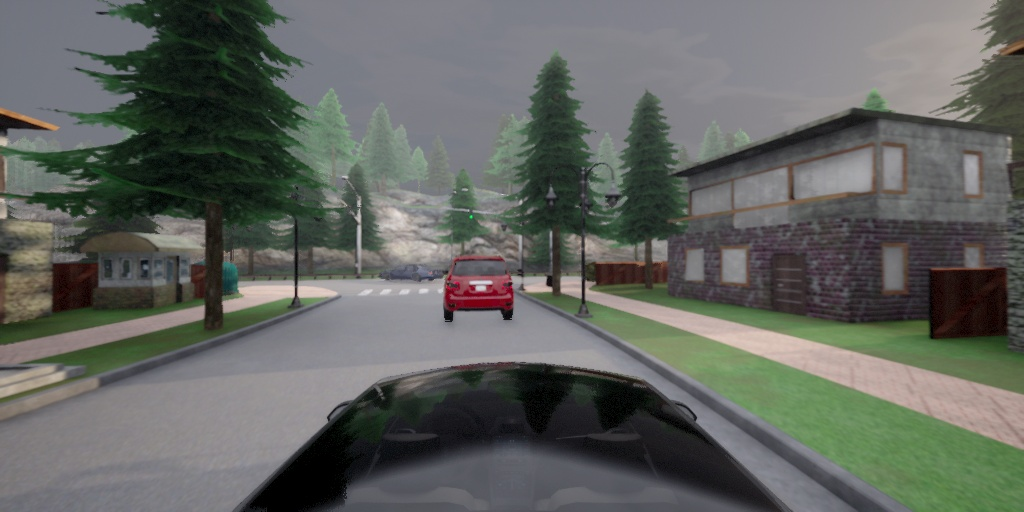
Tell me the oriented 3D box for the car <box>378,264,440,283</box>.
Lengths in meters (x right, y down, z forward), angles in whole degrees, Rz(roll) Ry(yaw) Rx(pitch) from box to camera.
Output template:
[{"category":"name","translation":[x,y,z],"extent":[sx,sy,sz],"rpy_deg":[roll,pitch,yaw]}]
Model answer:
[{"category":"car","translation":[-8.183,1.345,28.838],"extent":[5.357,1.411,2.033],"rpy_deg":[0,0,25]}]

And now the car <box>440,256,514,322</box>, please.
[{"category":"car","translation":[-1.294,1.032,12.860],"extent":[2.150,2.045,5.566],"rpy_deg":[0,-1,-9]}]
